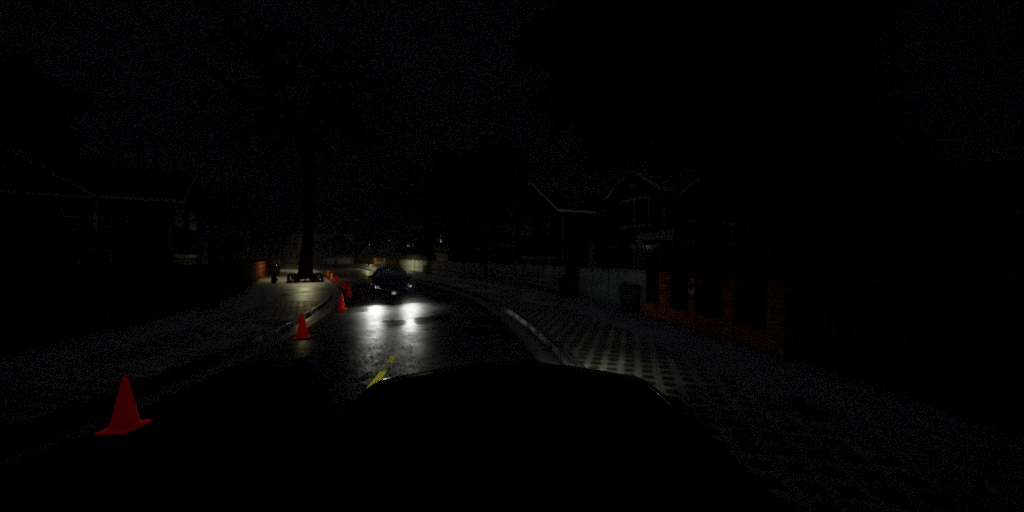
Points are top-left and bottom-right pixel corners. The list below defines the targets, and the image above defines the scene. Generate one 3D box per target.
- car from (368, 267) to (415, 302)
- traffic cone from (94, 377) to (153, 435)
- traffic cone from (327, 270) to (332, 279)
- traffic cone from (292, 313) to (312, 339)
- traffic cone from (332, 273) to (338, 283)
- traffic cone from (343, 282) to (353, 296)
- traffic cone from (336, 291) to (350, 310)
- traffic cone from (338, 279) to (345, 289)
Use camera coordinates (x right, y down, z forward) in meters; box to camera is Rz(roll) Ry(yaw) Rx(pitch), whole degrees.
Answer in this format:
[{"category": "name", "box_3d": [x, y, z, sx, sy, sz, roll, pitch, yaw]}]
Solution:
[{"category": "car", "box_3d": [-5.827, 1.271, 17.134, 1.812, 1.442, 4.674, 0, 0, -23]}, {"category": "traffic cone", "box_3d": [-4.497, 1.705, 4.166, 0.340, 0.580, 0.340, 0, 0, -5]}, {"category": "traffic cone", "box_3d": [-15.360, 1.697, 30.596, 0.340, 0.580, 0.340, 0, 0, -30]}, {"category": "traffic cone", "box_3d": [-5.162, 1.703, 8.830, 0.340, 0.580, 0.340, 0, 0, -11]}, {"category": "traffic cone", "box_3d": [-12.828, 1.698, 26.284, 0.340, 0.580, 0.340, 0, 0, -30]}, {"category": "traffic cone", "box_3d": [-8.074, 1.701, 17.777, 0.340, 0.580, 0.340, 0, 0, -25]}, {"category": "traffic cone", "box_3d": [-6.360, 1.702, 13.388, 0.340, 0.580, 0.340, 0, 0, -18]}, {"category": "traffic cone", "box_3d": [-10.296, 1.699, 21.973, 0.340, 0.580, 0.340, 0, 0, -30]}]
